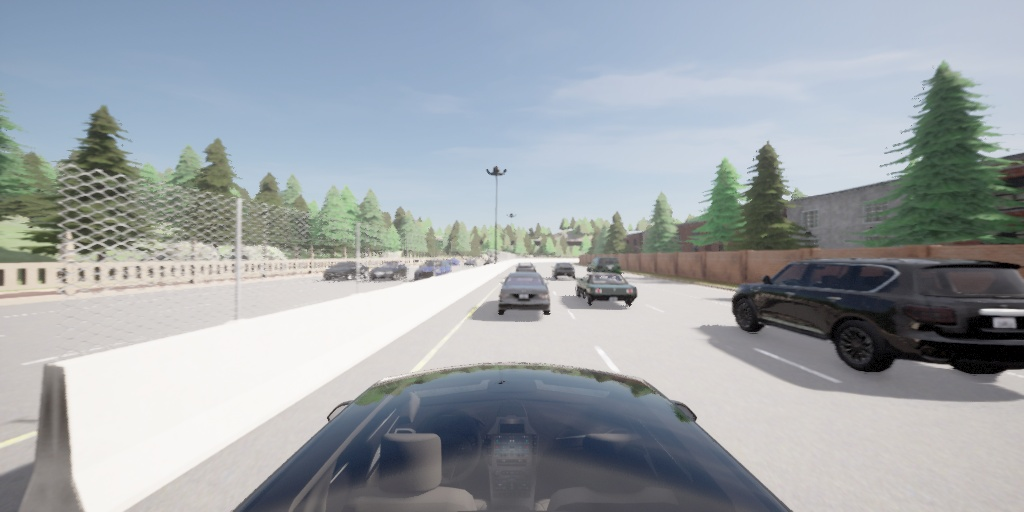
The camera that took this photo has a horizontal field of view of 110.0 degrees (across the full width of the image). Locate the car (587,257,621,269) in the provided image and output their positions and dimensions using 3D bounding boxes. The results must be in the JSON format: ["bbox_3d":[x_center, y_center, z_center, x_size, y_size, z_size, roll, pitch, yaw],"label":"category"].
[{"bbox_3d":[8.203,1.093,32.276,2.150,2.045,5.566,1,0,2],"label":"car"}]

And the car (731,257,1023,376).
[{"bbox_3d":[7.240,1.049,7.864,2.150,2.045,5.566,1,0,3],"label":"car"}]

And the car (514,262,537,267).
[{"bbox_3d":[1.243,1.302,33.512,2.128,1.511,4.902,1,0,2],"label":"car"}]

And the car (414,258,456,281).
[{"bbox_3d":[-6.154,1.088,28.506,2.097,1.767,4.553,1,0,2],"label":"car"}]

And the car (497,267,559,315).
[{"bbox_3d":[0.468,1.320,13.797,2.033,1.411,5.357,1,0,2],"label":"car"}]

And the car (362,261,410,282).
[{"bbox_3d":[-9.649,1.196,28.730,2.128,1.511,4.902,1,0,2],"label":"car"}]

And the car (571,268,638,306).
[{"bbox_3d":[4.066,1.410,16.252,1.895,1.301,4.718,1,0,2],"label":"car"}]

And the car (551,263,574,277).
[{"bbox_3d":[4.744,1.347,33.467,1.837,1.490,4.892,1,0,2],"label":"car"}]

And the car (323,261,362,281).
[{"bbox_3d":[-13.148,1.178,28.820,1.837,1.490,4.892,1,0,2],"label":"car"}]
